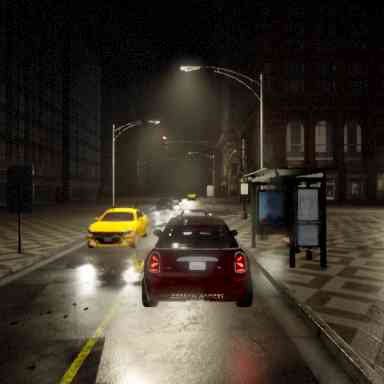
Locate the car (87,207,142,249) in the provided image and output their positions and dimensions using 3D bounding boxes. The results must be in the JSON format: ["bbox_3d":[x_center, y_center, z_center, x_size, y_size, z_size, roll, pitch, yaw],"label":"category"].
[{"bbox_3d":[-3.106,1.474,14.738,1.882,1.535,5.008,0,0,0],"label":"car"}]

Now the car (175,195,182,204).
[{"bbox_3d":[-3.117,1.517,54.636,1.895,1.301,4.718,0,0,0],"label":"car"}]

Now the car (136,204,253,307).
[{"bbox_3d":[0.096,1.352,8.126,2.097,1.767,4.553,0,0,0],"label":"car"}]

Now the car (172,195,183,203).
[{"bbox_3d":[-3.036,1.417,69.538,2.033,1.411,5.357,0,0,0],"label":"car"}]

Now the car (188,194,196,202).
[{"bbox_3d":[-0.039,1.441,74.360,1.895,1.301,4.718,0,0,0],"label":"car"}]

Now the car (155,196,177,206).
[{"bbox_3d":[-3.118,1.460,38.872,1.837,1.490,4.892,0,0,0],"label":"car"}]

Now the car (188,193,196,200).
[{"bbox_3d":[-0.044,1.126,84.335,1.882,1.535,5.008,0,0,0],"label":"car"}]

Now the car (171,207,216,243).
[{"bbox_3d":[0.087,1.558,16.769,1.994,1.385,4.181,0,0,1],"label":"car"}]
